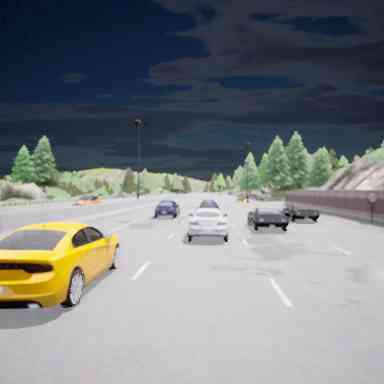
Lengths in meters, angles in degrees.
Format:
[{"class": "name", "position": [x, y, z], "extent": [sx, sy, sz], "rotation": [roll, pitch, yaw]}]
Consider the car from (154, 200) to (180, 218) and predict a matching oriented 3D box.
[{"class": "car", "position": [-2.089, 1.444, 28.650], "extent": [1.812, 1.442, 4.674], "rotation": [0, 0, 3]}]

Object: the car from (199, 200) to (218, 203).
[{"class": "car", "position": [1.670, 1.485, 33.560], "extent": [1.994, 1.385, 4.181], "rotation": [0, 0, 3]}]

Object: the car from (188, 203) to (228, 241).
[{"class": "car", "position": [0.786, 1.487, 16.340], "extent": [1.812, 1.442, 4.674], "rotation": [0, 0, 3]}]

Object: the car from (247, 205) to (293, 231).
[{"class": "car", "position": [4.491, 1.567, 20.368], "extent": [1.895, 1.301, 4.718], "rotation": [0, 0, 3]}]

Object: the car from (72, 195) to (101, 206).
[{"class": "car", "position": [-12.214, 1.203, 38.798], "extent": [2.097, 1.767, 4.553], "rotation": [0, 0, 3]}]

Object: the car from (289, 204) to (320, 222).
[{"class": "car", "position": [8.281, 1.568, 25.904], "extent": [1.895, 1.301, 4.718], "rotation": [0, 0, 3]}]

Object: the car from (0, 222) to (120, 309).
[{"class": "car", "position": [-3.109, 1.445, 7.911], "extent": [1.882, 1.535, 5.008], "rotation": [0, 0, 2]}]
